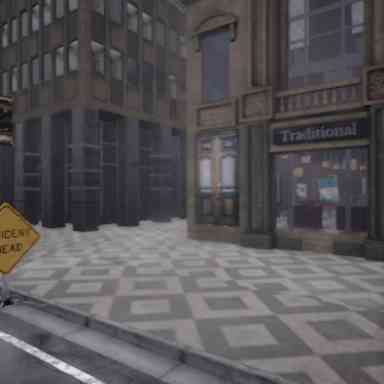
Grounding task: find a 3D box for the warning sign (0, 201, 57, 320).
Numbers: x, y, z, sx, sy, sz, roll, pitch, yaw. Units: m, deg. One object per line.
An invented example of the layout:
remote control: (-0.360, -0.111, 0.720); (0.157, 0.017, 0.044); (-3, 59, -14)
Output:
warning sign: (-3.294, 1.119, 5.889); (1.060, 1.860, 1.300); (0, 0, 36)
